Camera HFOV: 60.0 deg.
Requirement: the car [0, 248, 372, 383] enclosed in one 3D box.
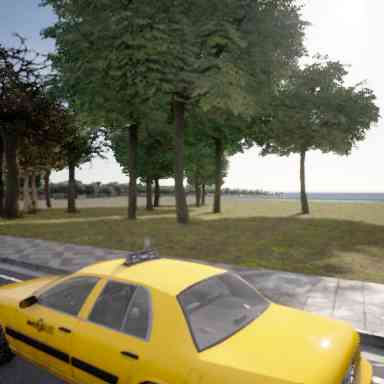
[{"bbox_3d":[-0.839,1.492,4.160,5.366,1.575,1.801,-1,0,35],"label":"car"}]
